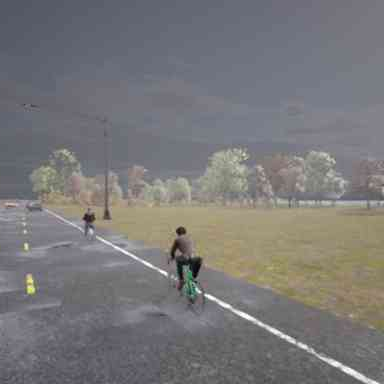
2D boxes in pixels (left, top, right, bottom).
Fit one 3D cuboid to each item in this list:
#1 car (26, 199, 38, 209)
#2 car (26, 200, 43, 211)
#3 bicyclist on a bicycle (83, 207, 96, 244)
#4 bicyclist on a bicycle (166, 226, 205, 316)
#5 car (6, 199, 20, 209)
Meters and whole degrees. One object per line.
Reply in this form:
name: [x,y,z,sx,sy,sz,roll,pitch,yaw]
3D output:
car: [-32.042,2.413,66.677,2.097,1.767,4.553,0,-1,-27]
car: [-25.309,2.338,53.783,2.128,1.511,4.902,0,-1,-27]
bicyclist on a bicycle: [-5.013,1.603,16.144,0.659,1.776,1.843,0,-1,-27]
bicyclist on a bicycle: [-0.155,1.532,6.685,0.582,1.620,1.656,0,-1,-27]
car: [-35.379,2.430,65.514,2.097,1.767,4.553,0,-1,-27]
